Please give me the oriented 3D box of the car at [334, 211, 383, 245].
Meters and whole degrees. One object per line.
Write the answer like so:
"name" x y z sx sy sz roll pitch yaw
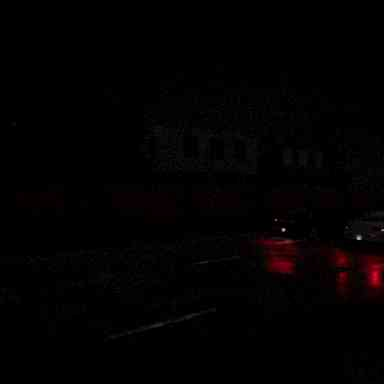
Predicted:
"car" 8.269 1.530 14.066 4.674 1.442 1.812 0 0 -35

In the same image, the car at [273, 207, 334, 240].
"car" 6.236 1.513 16.916 4.892 1.490 1.837 0 0 -35
